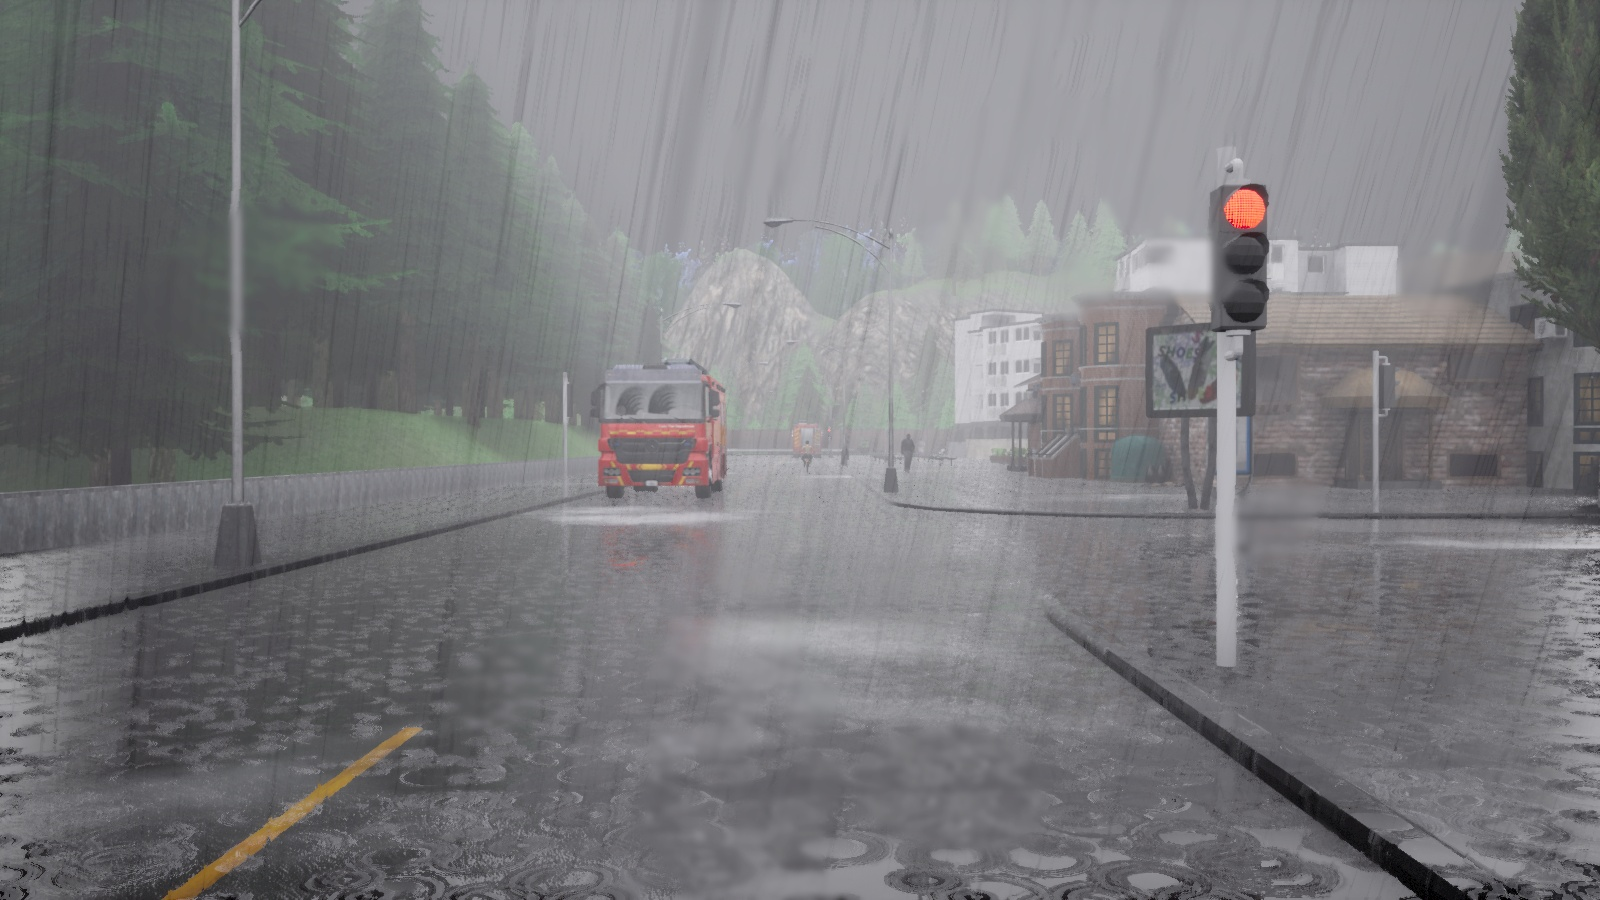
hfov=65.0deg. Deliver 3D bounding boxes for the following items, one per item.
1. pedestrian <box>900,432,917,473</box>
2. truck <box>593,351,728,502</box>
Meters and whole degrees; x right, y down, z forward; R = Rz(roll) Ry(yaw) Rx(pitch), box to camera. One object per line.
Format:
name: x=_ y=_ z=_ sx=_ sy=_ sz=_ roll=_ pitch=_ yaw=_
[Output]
pedestrian: x=5.012 y=0.128 z=58.147 sx=0.563 sy=1.883 sz=0.849 roll=0 pitch=0 yaw=-9
truck: x=-3.783 y=-0.625 z=36.107 sx=2.891 sy=3.827 sz=8.468 roll=0 pitch=0 yaw=0
